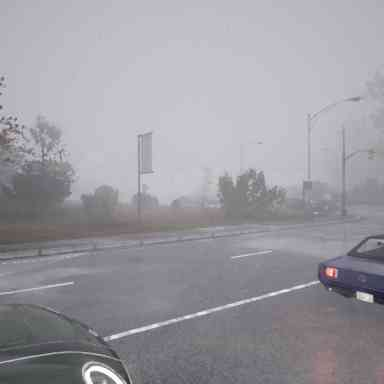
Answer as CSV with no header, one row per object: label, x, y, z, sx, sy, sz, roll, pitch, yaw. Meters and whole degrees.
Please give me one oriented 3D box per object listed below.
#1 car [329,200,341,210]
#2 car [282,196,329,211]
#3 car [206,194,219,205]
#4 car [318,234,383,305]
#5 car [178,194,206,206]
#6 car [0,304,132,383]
car,14.407,1.247,37.932,2.128,1.511,4.902,-1,0,-39
car,11.686,1.291,35.698,1.837,1.490,4.892,-1,0,-38
car,2.295,1.117,53.089,2.097,1.767,4.553,-1,0,-39
car,4.896,1.573,7.223,4.718,1.301,1.895,0,0,-35
car,-0.582,1.301,51.083,1.837,1.490,4.892,-1,0,-39
car,-2.576,1.352,1.886,4.553,1.767,2.097,0,0,-36
